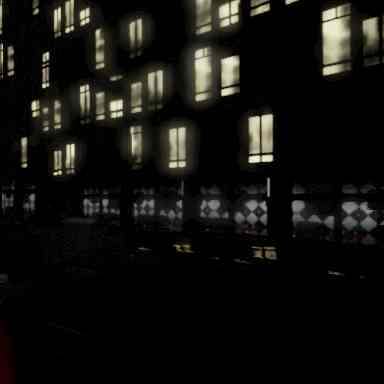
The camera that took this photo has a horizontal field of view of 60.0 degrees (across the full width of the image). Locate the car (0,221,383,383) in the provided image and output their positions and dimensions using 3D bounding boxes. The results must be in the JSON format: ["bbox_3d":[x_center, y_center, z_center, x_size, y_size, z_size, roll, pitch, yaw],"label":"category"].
[{"bbox_3d":[-0.266,1.333,3.060,5.009,1.841,2.192,-1,0,35],"label":"car"}]

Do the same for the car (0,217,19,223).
[{"bbox_3d":[-4.764,1.387,6.267,5.009,1.841,2.192,-1,0,35],"label":"car"}]
